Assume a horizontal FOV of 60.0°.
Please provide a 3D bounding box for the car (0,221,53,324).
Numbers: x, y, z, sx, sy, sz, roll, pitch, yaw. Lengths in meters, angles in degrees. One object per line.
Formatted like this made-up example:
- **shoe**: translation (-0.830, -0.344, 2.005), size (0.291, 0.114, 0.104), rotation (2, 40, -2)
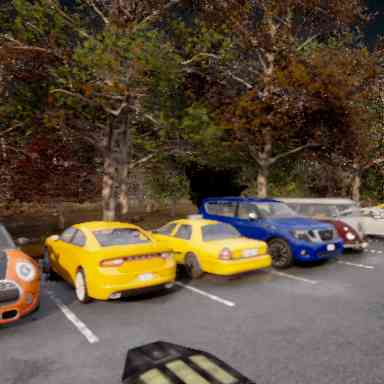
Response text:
- **car**: translation (-4.602, 1.355, 6.816), size (2.185, 1.767, 4.553), rotation (0, 0, -36)

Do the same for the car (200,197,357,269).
- **car**: translation (2.333, 1.225, 11.693), size (2.435, 2.045, 5.566), rotation (0, 0, -36)

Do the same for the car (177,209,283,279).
- **car**: translation (-0.057, 1.476, 10.249), size (1.946, 1.575, 5.366), rotation (0, 0, -36)

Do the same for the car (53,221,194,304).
- **car**: translation (-2.314, 1.483, 8.404), size (2.097, 1.535, 5.008), rotation (0, 0, -36)

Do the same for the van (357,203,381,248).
- **van**: translation (4.652, 1.247, 13.239), size (1.878, 1.987, 4.442), rotation (0, 0, -36)

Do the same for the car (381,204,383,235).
- **car**: translation (9.116, 1.507, 16.572), size (2.002, 1.452, 4.674), rotation (0, 0, -36)
